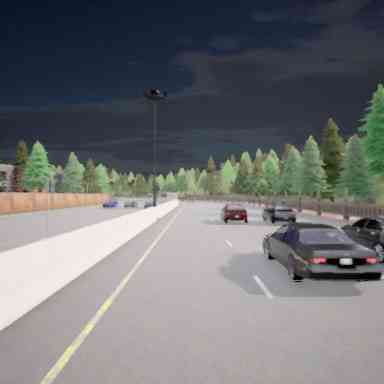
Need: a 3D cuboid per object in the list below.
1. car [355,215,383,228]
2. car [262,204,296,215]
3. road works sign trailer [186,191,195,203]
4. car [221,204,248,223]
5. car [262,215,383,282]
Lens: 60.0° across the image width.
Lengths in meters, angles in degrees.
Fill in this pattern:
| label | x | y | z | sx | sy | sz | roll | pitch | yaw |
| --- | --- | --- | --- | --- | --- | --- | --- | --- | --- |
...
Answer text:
| label | x | y | z | sx | sy | sz | roll | pitch | yaw |
| --- | --- | --- | --- | --- | --- | --- | --- | --- | --- |
| car | 7.038 | 1.629 | 12.276 | 1.837 | 1.490 | 4.892 | 0 | 0 | 1 |
| car | 7.034 | 1.763 | 27.250 | 2.128 | 1.511 | 4.902 | 0 | -1 | 1 |
| road works sign trailer | -0.622 | 1.383 | 92.948 | 2.380 | 3.560 | 2.880 | 0 | -1 | -10 |
| car | 3.544 | 1.760 | 28.442 | 1.882 | 1.535 | 5.008 | 0 | 0 | 0 |
| car | 3.516 | 1.649 | 10.071 | 2.033 | 1.411 | 5.357 | 0 | -1 | 0 |
